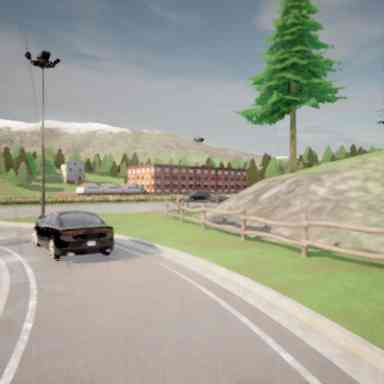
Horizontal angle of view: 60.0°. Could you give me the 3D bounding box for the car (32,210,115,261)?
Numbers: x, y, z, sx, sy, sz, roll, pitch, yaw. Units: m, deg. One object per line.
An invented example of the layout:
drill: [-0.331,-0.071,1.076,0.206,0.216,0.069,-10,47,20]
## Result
car: [-4.483,1.399,12.238,1.882,1.535,5.008,0,1,-35]

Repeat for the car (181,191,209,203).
car: [0.754,0.860,57.488,5.566,2.045,2.150,0,0,-37]

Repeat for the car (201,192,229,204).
car: [4.109,1.216,55.641,4.181,1.385,1.994,0,0,-37]
